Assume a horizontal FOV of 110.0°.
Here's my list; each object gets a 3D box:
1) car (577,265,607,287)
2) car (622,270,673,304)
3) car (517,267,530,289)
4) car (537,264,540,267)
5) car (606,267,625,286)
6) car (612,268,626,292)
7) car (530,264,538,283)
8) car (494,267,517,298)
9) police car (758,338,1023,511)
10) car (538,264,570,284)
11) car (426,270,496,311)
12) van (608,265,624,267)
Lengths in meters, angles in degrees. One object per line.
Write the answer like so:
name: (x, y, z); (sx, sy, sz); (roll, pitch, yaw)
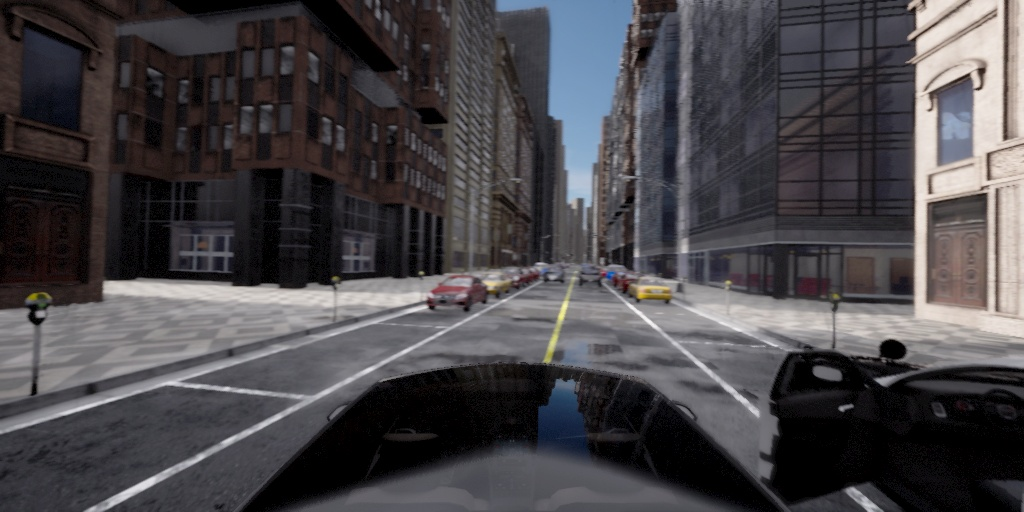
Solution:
car: (6.705, 1.808, 30.885); (2.128, 1.511, 4.902); (1, -1, 11)
car: (7.274, 1.691, 19.289); (1.751, 1.417, 4.829); (0, 0, 10)
car: (-0.122, 1.527, 26.173); (1.967, 1.591, 4.097); (0, 0, 10)
car: (1.913, 1.834, 37.189); (1.888, 1.381, 4.507); (0, 0, 10)
car: (9.278, 1.913, 30.138); (1.888, 1.381, 4.507); (0, 0, 10)
car: (8.261, 1.812, 24.630); (1.888, 1.381, 4.507); (0, 0, 10)
car: (0.895, 1.733, 31.681); (1.888, 1.381, 4.507); (0, 0, 10)
car: (-1.170, 1.512, 20.498); (1.751, 1.417, 4.829); (0, 0, 10)
police car: (3.710, 1.269, 2.083); (1.930, 1.638, 5.238); (1, -1, 10)
car: (3.983, 1.780, 33.468); (2.128, 1.511, 4.902); (1, -1, 11)
car: (-2.157, 1.467, 15.157); (1.802, 1.307, 4.207); (0, 0, 10)
van: (10.295, 1.810, 35.646); (1.690, 1.789, 3.998); (0, 0, 10)
